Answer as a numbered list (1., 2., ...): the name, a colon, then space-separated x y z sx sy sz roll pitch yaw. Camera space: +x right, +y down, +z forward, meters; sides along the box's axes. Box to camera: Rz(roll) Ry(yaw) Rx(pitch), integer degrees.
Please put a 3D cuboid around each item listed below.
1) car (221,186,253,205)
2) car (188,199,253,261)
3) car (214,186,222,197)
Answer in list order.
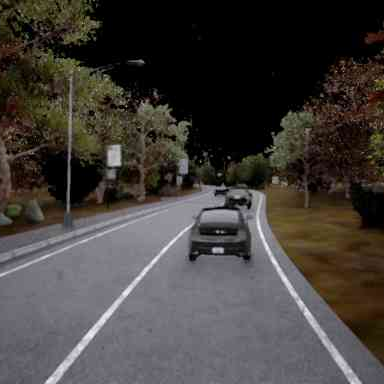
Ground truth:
1. car: 4.049 0.386 28.372 2.097 1.767 4.553 0 2 12
2. car: 0.999 1.231 11.296 1.837 1.490 4.892 0 2 7
3. car: 4.223 -0.106 46.557 2.033 1.411 5.357 0 2 11
